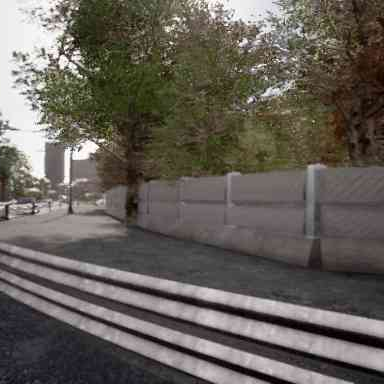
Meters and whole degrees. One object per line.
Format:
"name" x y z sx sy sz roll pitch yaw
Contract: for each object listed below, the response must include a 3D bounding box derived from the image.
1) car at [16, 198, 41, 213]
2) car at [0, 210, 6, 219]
"car" -22.013 1.782 44.899 2.150 2.045 5.566 1 -1 -13
"car" -18.786 1.893 30.860 2.033 1.411 5.357 1 -1 -13
